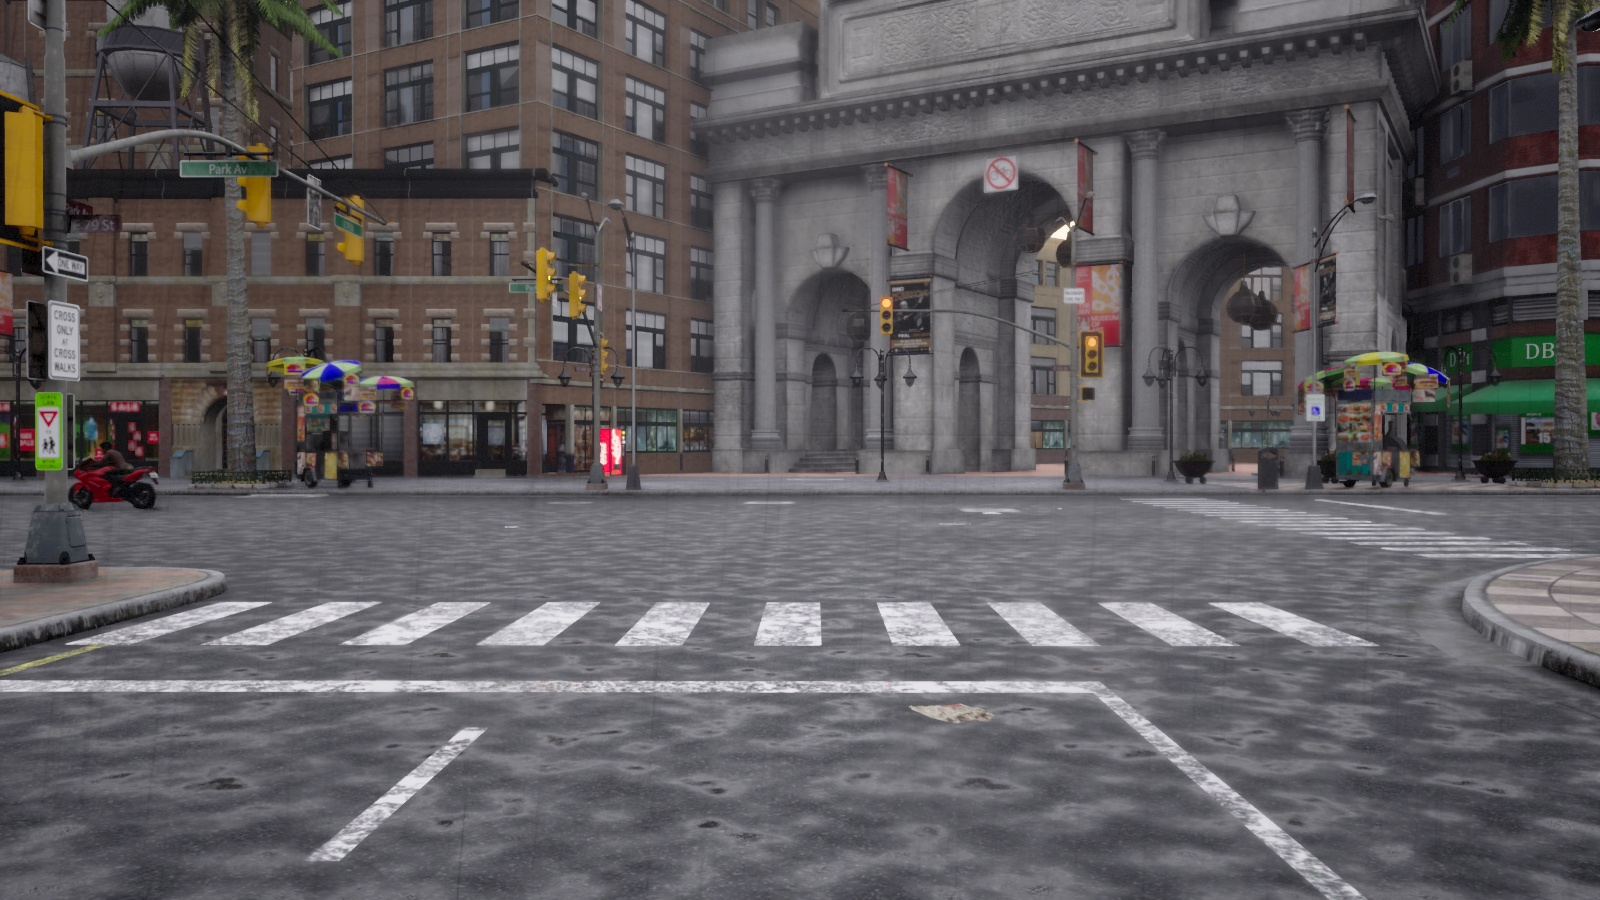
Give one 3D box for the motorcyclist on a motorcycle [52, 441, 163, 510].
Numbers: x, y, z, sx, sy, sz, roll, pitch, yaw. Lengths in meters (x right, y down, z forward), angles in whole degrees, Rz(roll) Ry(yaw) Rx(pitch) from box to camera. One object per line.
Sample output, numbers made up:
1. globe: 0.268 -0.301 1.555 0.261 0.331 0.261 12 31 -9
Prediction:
1. motorcyclist on a motorcycle: -15.443 0.558 28.033 2.044 1.523 0.797 0 0 1
